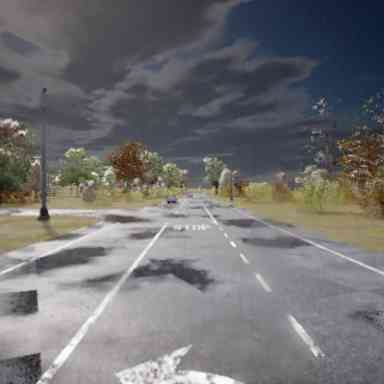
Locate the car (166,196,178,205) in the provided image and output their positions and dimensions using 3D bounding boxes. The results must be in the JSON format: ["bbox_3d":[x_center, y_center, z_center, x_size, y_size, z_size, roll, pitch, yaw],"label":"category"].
[{"bbox_3d":[-3.432,1.451,57.556,2.033,1.411,5.357,0,0,0],"label":"car"}]
